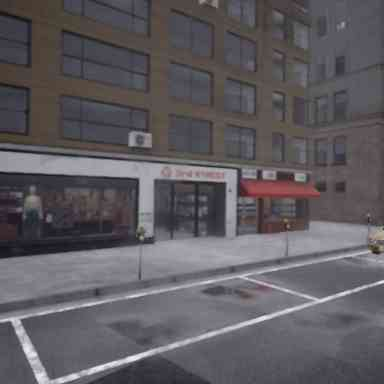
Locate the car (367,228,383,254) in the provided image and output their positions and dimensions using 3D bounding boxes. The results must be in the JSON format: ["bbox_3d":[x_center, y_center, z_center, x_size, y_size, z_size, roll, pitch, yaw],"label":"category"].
[{"bbox_3d":[8.597,1.660,12.886,4.829,1.417,1.752,1,0,-35],"label":"car"}]
